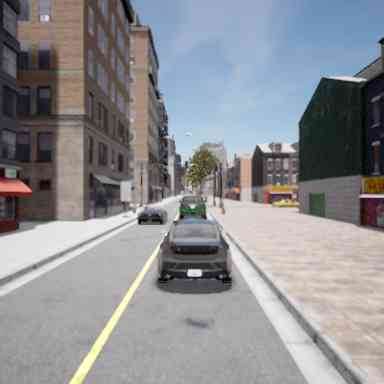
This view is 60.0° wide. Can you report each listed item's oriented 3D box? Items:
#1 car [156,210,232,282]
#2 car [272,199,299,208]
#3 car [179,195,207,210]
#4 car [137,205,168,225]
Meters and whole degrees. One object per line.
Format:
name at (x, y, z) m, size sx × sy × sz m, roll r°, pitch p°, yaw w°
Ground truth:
car at (0.072, 1.526, 9.788) m, size 1.837 × 1.490 × 4.892 m, roll 0°, pitch 0°, yaw 0°
car at (13.881, 1.653, 47.231) m, size 4.829 × 1.417 × 1.752 m, roll 0°, pitch -1°, yaw 0°
car at (0.077, 1.269, 28.354) m, size 2.150 × 2.045 × 5.566 m, roll 0°, pitch 0°, yaw 0°
car at (-2.847, 1.644, 24.638) m, size 1.895 × 1.301 × 4.718 m, roll 0°, pitch 0°, yaw 0°
